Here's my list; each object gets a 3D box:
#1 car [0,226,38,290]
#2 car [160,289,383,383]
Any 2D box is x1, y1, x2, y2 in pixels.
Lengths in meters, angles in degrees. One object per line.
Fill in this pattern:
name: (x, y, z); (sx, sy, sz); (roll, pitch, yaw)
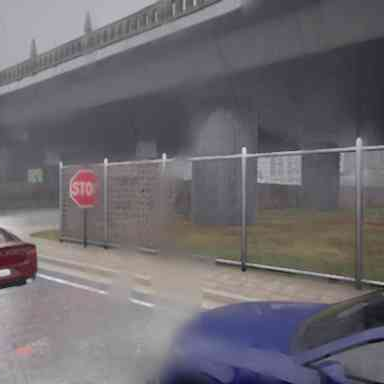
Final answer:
car: (-5.724, 1.434, 7.989); (5.008, 1.535, 1.882); (0, 0, 35)
car: (1.888, 1.527, 2.592); (4.674, 1.442, 1.812); (0, 0, 35)
